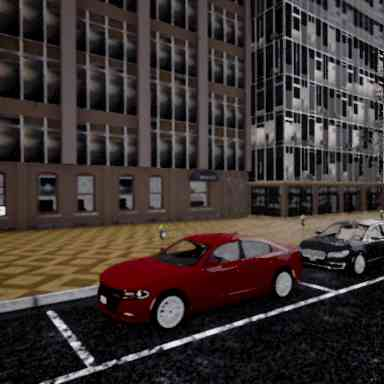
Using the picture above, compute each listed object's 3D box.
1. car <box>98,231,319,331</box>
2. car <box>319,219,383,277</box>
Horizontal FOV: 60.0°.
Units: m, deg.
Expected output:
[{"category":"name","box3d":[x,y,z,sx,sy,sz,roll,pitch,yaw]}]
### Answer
[{"category":"car","box3d":[0.366,1.539,6.826,4.507,1.381,1.887,0,0,-36]},{"category":"car","box3d":[5.000,1.538,10.132,4.403,1.369,2.008,0,0,-36]}]
